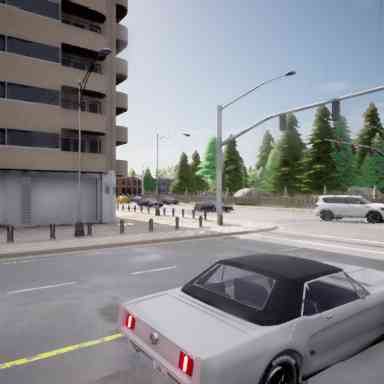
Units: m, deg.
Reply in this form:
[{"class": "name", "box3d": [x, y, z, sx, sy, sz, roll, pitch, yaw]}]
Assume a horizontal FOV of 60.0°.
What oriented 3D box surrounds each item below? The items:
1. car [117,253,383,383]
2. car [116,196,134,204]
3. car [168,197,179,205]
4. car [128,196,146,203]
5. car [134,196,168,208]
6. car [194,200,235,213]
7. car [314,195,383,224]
[{"class": "car", "box3d": [1.480, 1.601, 4.833, 4.718, 1.301, 1.895, 0, 0, -35]}, {"class": "car", "box3d": [-14.240, 1.533, 67.153, 1.882, 1.535, 5.008, 0, 0, -36]}, {"class": "car", "box3d": [-4.432, 1.603, 59.534, 2.033, 1.411, 5.357, 0, 0, -36]}, {"class": "car", "box3d": [-11.624, 1.581, 69.502, 1.812, 1.442, 4.674, 0, 0, -36]}, {"class": "car", "box3d": [-6.230, 1.603, 49.712, 2.033, 1.411, 5.357, 0, 0, -36]}, {"class": "car", "box3d": [2.410, 1.603, 37.675, 2.033, 1.411, 5.357, 0, 0, -36]}, {"class": "car", "box3d": [12.184, 1.258, 25.300, 5.566, 2.045, 2.150, -1, 0, 43]}]
